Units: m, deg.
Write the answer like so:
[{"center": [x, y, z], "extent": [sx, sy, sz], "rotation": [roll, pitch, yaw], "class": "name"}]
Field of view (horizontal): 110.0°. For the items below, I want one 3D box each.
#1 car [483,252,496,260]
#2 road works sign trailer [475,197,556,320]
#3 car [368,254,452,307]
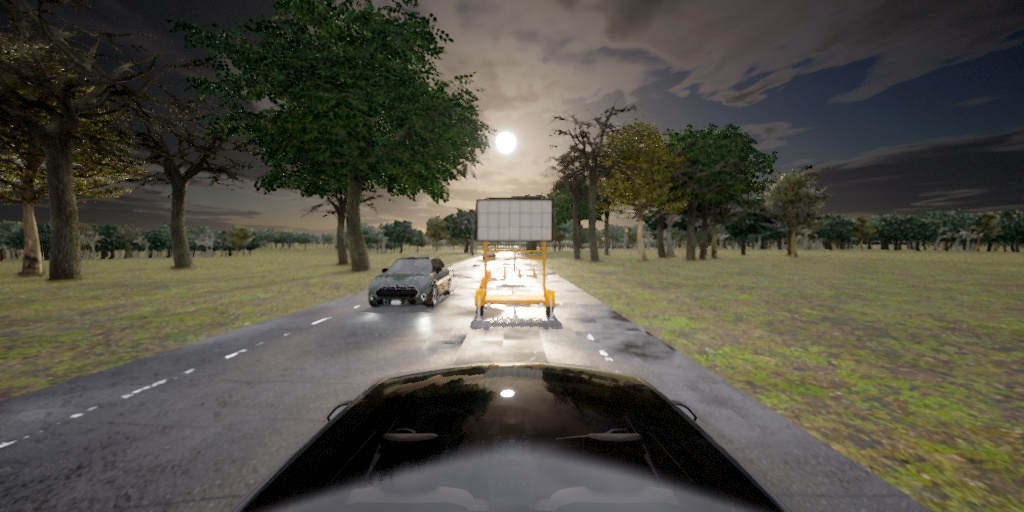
[{"center": [-3.551, -0.196, 56.968], "extent": [1.882, 1.535, 5.008], "rotation": [0, 1, 1], "class": "car"}, {"center": [0.087, -0.044, 11.324], "extent": [2.380, 3.560, 2.880], "rotation": [0, 0, 0], "class": "road works sign trailer"}, {"center": [-3.594, 0.790, 13.347], "extent": [2.097, 1.767, 4.553], "rotation": [0, 2, 0], "class": "car"}]
